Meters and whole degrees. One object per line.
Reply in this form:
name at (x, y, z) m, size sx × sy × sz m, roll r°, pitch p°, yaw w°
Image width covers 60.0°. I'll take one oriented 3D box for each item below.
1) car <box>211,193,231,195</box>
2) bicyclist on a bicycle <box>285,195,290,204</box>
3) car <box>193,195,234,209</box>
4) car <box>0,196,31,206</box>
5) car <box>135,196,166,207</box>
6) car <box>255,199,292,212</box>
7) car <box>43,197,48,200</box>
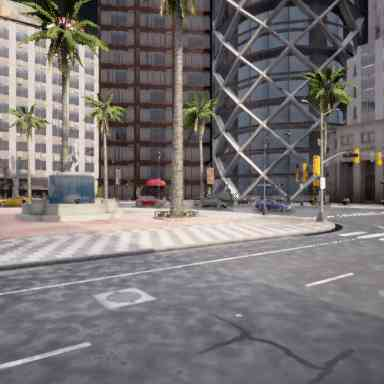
car at (4.011, 1.216, 53.896) m, size 5.566 × 2.045 × 2.150 m, roll 0°, pitch 0°, yaw 31°
bicyclist on a bicycle at (15.719, 1.294, 54.592) m, size 0.582 × 1.620 × 1.656 m, roll 0°, pitch 0°, yaw 42°
car at (2.737, 1.543, 46.221) m, size 5.357 × 1.411 × 2.033 m, roll 0°, pitch 0°, yaw 34°
car at (-28.765, 1.477, 54.458) m, size 5.008 × 1.535 × 1.882 m, roll 0°, pitch 0°, yaw -14°
car at (-6.208, 1.349, 50.537) m, size 4.553 × 1.767 × 2.097 m, roll 0°, pitch 0°, yaw 16°
car at (9.631, 1.521, 39.462) m, size 1.812 × 1.442 × 4.674 m, roll 0°, pitch 0°, yaw -39°
car at (-23.630, 1.220, 58.991) m, size 5.566 × 2.045 × 2.150 m, roll 0°, pitch 0°, yaw -6°
